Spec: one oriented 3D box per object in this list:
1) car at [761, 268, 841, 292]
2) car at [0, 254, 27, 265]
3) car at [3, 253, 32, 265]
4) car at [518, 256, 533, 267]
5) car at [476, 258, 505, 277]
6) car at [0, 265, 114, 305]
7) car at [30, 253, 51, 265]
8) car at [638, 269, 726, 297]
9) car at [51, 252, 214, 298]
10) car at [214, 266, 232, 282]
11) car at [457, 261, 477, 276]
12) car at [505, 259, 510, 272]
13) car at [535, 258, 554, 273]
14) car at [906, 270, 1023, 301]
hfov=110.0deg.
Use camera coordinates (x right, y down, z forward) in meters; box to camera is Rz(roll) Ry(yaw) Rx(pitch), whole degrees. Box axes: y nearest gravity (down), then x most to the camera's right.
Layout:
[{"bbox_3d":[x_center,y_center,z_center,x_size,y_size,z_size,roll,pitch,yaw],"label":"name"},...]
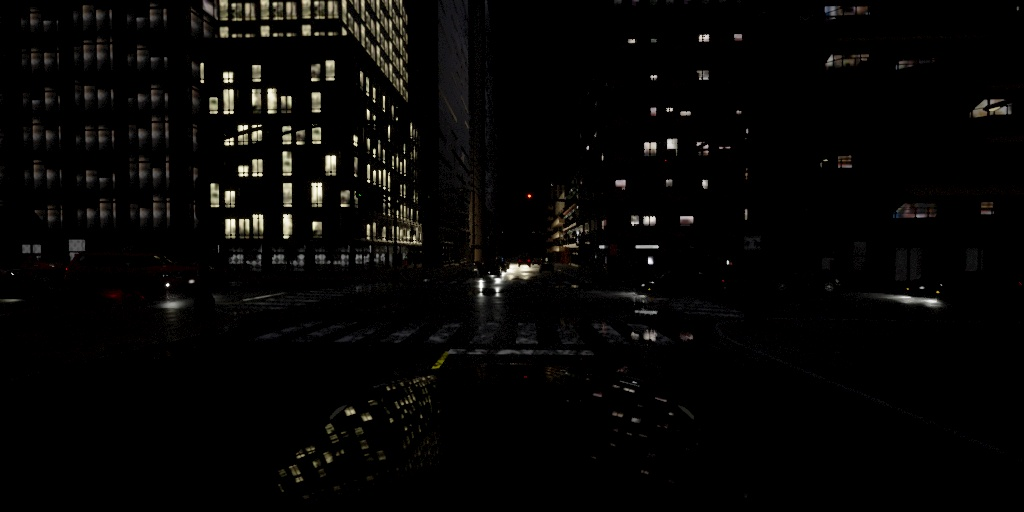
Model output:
[{"bbox_3d":[16.975,1.375,21.459,4.403,1.370,2.007,0,0,3],"label":"car"},{"bbox_3d":[-27.860,0.893,17.829,4.553,1.767,2.097,0,1,3],"label":"car"},{"bbox_3d":[-32.893,0.713,23.886,5.009,1.841,2.192,0,0,3],"label":"car"},{"bbox_3d":[2.207,0.955,63.500,2.150,2.045,5.566,0,0,2],"label":"car"},{"bbox_3d":[-1.984,1.245,34.753,1.837,1.490,4.892,0,0,2],"label":"car"},{"bbox_3d":[-19.869,1.204,14.892,4.403,1.370,2.007,0,0,3],"label":"car"},{"bbox_3d":[-24.330,0.869,20.861,4.553,1.767,2.097,0,1,3],"label":"car"},{"bbox_3d":[8.892,1.368,18.946,4.181,1.385,1.994,1,1,-2],"label":"car"},{"bbox_3d":[-18.152,0.846,17.355,5.566,2.045,2.150,1,1,3],"label":"car"},{"bbox_3d":[-20.961,1.029,23.269,4.829,1.417,1.751,0,0,3],"label":"car"},{"bbox_3d":[-4.505,1.265,36.856,1.751,1.417,4.829,0,0,2],"label":"car"},{"bbox_3d":[-1.636,1.302,44.650,1.994,1.385,4.181,0,0,2],"label":"car"},{"bbox_3d":[4.071,1.289,42.388,2.007,1.370,4.403,0,0,2],"label":"car"},{"bbox_3d":[23.317,1.484,18.547,4.181,1.385,1.994,0,1,3],"label":"car"}]
